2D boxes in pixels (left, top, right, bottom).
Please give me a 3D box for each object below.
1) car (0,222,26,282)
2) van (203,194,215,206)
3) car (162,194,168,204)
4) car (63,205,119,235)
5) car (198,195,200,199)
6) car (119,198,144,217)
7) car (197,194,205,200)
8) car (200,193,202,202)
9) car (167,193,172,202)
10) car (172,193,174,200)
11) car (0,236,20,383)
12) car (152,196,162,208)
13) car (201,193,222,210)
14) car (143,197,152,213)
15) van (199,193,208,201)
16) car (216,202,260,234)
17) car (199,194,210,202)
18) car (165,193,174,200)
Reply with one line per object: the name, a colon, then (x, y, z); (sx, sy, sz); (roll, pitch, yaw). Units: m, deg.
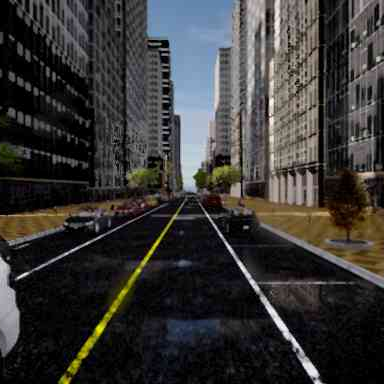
car: (-5.707, 1.537, 7.198); (2.008, 1.369, 4.403); (-1, 0, 0)
van: (2.609, 1.225, 52.679); (1.690, 1.788, 3.998); (-1, 0, 0)
car: (-5.778, 1.439, 58.351); (1.947, 1.339, 4.313); (-1, 0, 0)
car: (-5.722, 1.512, 18.565); (2.008, 1.369, 4.403); (-1, 0, 0)
car: (2.602, 1.311, 58.363); (1.967, 1.590, 4.097); (-1, 0, 0)
car: (-5.738, 1.519, 29.932); (1.802, 1.307, 4.206); (-1, 0, 0)
car: (2.555, 1.340, 92.465); (2.008, 1.369, 4.403); (-1, 0, 0)
car: (2.616, 1.211, 46.995); (2.192, 1.841, 5.009); (-1, 0, 0)
car: (-5.794, 1.398, 69.718); (2.008, 1.369, 4.403); (-1, 0, 0)
car: (-5.811, 1.260, 81.085); (1.967, 1.590, 4.097); (-1, 0, 0)
car: (-3.001, 1.220, 1.476); (2.150, 2.045, 5.566); (0, 0, 0)
car: (-5.762, 1.425, 46.814); (1.752, 1.417, 4.829); (-1, 0, 0)
car: (2.624, 1.224, 41.311); (2.192, 1.841, 5.009); (-1, 0, 0)
car: (-5.747, 1.364, 35.616); (1.967, 1.590, 4.097); (-1, 0, 0)
van: (2.576, 1.172, 75.413); (1.690, 1.788, 3.998); (-1, 0, 0)
car: (2.658, 1.510, 18.577); (2.008, 1.369, 4.403); (-1, 0, 0)
car: (2.585, 1.284, 69.730); (1.967, 1.590, 4.097); (-1, 0, 0)
car: (-5.820, 1.121, 86.769); (2.192, 1.841, 5.009); (-1, 0, 0)
